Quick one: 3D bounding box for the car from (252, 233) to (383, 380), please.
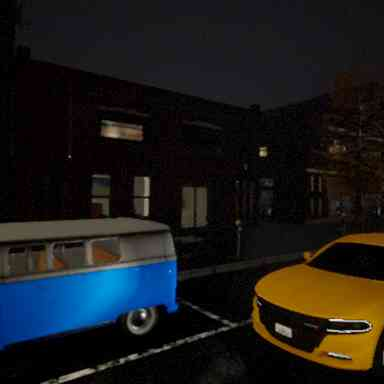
[{"bbox_3d":[3.200,1.486,5.658,5.008,1.535,1.882,0,0,-35],"label":"car"}]

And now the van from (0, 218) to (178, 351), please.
[{"bbox_3d":[-2.133,1.343,5.015,3.998,1.788,1.690,0,1,-35],"label":"van"}]
